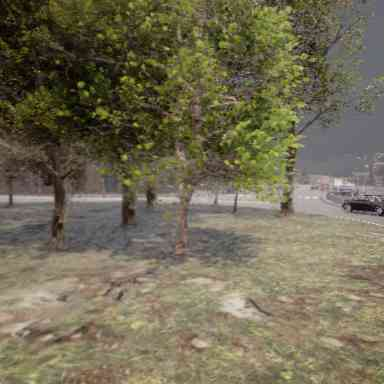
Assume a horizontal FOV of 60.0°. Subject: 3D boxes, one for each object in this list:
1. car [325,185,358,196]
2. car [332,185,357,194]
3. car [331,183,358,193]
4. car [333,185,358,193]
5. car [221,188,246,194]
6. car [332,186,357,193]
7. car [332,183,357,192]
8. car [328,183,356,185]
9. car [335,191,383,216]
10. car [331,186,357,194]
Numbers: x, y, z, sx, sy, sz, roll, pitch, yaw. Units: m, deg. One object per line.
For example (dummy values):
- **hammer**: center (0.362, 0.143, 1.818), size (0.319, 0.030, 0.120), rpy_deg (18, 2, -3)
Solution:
- **car**: center (25.614, 0.080, 56.427), size (4.792, 1.488, 2.163), rpy_deg (1, 2, 25)
- **car**: center (31.511, -0.488, 68.869), size (4.553, 1.767, 2.185), rpy_deg (1, 3, 25)
- **car**: center (35.045, -0.893, 76.410), size (5.566, 2.045, 2.435), rpy_deg (1, 3, 25)
- **car**: center (36.363, -0.735, 78.870), size (5.366, 1.575, 1.946), rpy_deg (1, 2, 25)
- **car**: center (8.192, -0.578, 66.581), size (4.553, 1.767, 2.185), rpy_deg (1, 2, 25)
- **car**: center (33.845, -0.548, 73.915), size (4.892, 1.521, 2.231), rpy_deg (1, 3, 25)
- **car**: center (37.403, -1.083, 81.579), size (5.566, 2.045, 2.435), rpy_deg (1, 2, 25)
- **car**: center (27.974, -0.225, 61.316), size (4.553, 1.767, 2.185), rpy_deg (1, 2, 25)
- **car**: center (13.727, 0.937, 25.391), size (2.128, 1.511, 4.902), rpy_deg (0, 2, -18)
- **car**: center (32.709, -0.461, 71.517), size (5.008, 1.535, 2.097), rpy_deg (1, 3, 25)
